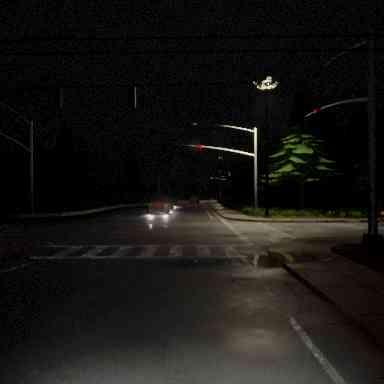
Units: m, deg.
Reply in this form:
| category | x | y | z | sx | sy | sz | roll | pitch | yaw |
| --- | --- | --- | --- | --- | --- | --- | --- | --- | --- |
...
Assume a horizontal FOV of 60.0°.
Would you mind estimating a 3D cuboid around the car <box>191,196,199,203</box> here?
| category | x | y | z | sx | sy | sz | roll | pitch | yaw |
| --- | --- | --- | --- | --- | --- | --- | --- | --- | --- |
| car | 0.718 | 1.623 | 75.688 | 1.837 | 1.490 | 4.892 | 0 | 0 | 2 |

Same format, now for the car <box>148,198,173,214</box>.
| category | x | y | z | sx | sy | sz | roll | pitch | yaw |
| --- | --- | --- | --- | --- | --- | --- | --- | --- | --- |
| car | -3.573 | 1.462 | 36.872 | 2.097 | 1.767 | 4.553 | 0 | 0 | 0 |

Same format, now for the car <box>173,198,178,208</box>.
| category | x | y | z | sx | sy | sz | roll | pitch | yaw |
| --- | --- | --- | --- | --- | --- | --- | --- | --- | --- |
| car | -3.546 | 1.626 | 47.058 | 2.128 | 1.511 | 4.902 | 0 | 0 | 0 |

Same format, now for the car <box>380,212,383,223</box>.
| category | x | y | z | sx | sy | sz | roll | pitch | yaw |
| --- | --- | --- | --- | --- | --- | --- | --- | --- | --- |
| car | 15.168 | 1.482 | 22.040 | 5.008 | 1.535 | 1.882 | 0 | 0 | 1 |

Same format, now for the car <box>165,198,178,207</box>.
| category | x | y | z | sx | sy | sz | roll | pitch | yaw |
| --- | --- | --- | --- | --- | --- | --- | --- | --- | --- |
| car | -3.441 | 1.722 | 57.060 | 1.994 | 1.385 | 4.181 | 0 | 0 | 1 |

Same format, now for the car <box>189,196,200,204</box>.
| category | x | y | z | sx | sy | sz | roll | pitch | yaw |
| --- | --- | --- | --- | --- | --- | --- | --- | --- | --- |
| car | 0.387 | 1.684 | 65.381 | 1.812 | 1.442 | 4.674 | 0 | 0 | 2 |
